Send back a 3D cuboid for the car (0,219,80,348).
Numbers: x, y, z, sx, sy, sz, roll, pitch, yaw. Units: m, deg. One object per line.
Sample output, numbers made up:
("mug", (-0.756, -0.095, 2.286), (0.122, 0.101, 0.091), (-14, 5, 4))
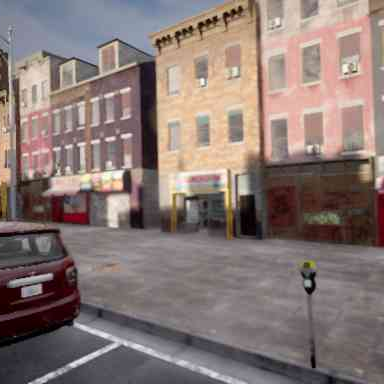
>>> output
("car", (-4.014, 1.388, 5.692), (5.009, 1.841, 2.192), (-1, -2, 35))
